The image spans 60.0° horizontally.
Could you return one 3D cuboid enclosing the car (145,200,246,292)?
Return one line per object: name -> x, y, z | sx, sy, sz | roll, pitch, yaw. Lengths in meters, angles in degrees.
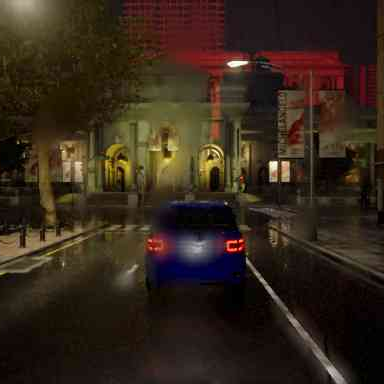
car -> 0.099, 1.221, 9.078 | 2.150, 2.045, 5.566 | 0, 0, 1
